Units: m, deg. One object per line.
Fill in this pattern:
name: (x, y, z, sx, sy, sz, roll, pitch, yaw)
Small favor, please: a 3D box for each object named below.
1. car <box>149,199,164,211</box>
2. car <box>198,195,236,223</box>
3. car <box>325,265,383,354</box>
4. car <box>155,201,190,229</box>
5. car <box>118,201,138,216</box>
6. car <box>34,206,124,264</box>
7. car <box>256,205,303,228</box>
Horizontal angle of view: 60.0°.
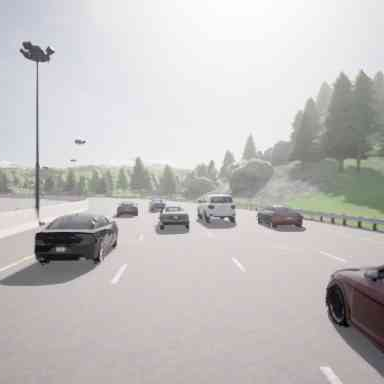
car: (-4.233, 1.557, 40.847, 2.033, 1.411, 5.357, 0, 0, -12)
car: (1.815, 1.219, 25.796, 2.150, 2.045, 5.566, 0, 0, -7)
car: (3.439, 1.557, 4.380, 1.994, 1.385, 4.181, 0, 0, -1)
car: (-1.229, 1.551, 21.902, 2.033, 1.411, 5.357, 0, 0, -6)
car: (-6.310, 1.578, 32.728, 1.994, 1.385, 4.181, 0, 0, -9)
car: (-3.890, 1.486, 11.967, 1.882, 1.535, 5.008, 0, 0, -3)
car: (5.736, 1.553, 22.241, 1.994, 1.385, 4.181, 0, 0, -6)
